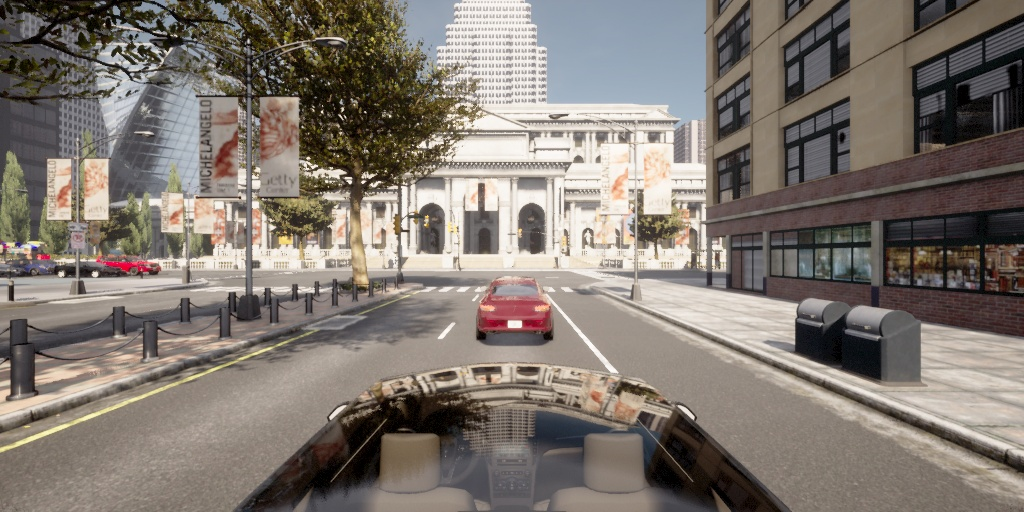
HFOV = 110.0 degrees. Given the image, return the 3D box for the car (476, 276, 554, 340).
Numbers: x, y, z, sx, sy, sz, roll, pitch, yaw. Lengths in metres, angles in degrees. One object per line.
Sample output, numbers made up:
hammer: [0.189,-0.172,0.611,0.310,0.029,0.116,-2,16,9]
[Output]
car: [0.078,1.276,9.882,1.812,1.442,4.674,0,0,0]

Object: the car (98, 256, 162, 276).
car: [-39.513,0.971,36.863,5.566,2.045,2.150,0,0,0]

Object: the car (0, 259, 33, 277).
car: [-48.326,1.276,33.329,4.674,1.442,1.812,0,0,-1]

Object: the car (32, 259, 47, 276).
car: [-49.132,1.102,36.802,4.553,1.767,2.097,0,0,-1]

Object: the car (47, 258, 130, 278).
car: [-39.323,1.228,33.360,5.008,1.535,1.882,0,0,0]
